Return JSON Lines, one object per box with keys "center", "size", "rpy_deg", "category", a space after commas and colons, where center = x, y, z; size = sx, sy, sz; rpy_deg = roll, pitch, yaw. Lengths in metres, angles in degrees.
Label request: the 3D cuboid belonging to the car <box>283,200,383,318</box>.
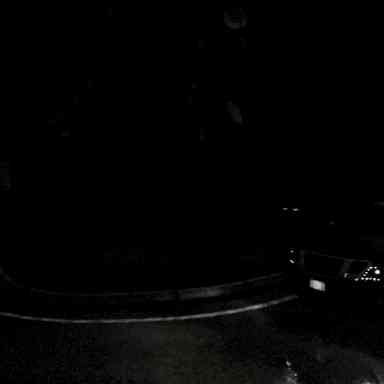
{"center": [4.474, 1.216, 7.121], "size": [5.566, 2.045, 2.150], "rpy_deg": [0, 0, -32], "category": "car"}
